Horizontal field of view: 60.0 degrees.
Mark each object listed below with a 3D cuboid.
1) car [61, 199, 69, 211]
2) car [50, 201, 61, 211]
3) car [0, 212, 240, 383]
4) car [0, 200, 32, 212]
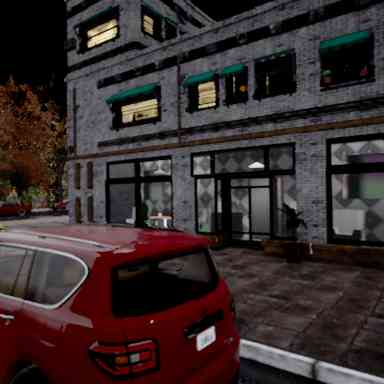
[{"bbox_3d":[-11.991,1.252,37.929,2.097,1.767,4.553,-1,0,37],"label":"car"},{"bbox_3d":[-14.717,1.523,39.704,1.994,1.385,4.181,-1,0,37],"label":"car"},{"bbox_3d":[-1.823,1.332,4.208,5.009,1.841,2.192,0,-1,36],"label":"car"},{"bbox_3d":[-17.448,1.595,30.637,1.895,1.301,4.718,-1,0,37],"label":"car"}]
